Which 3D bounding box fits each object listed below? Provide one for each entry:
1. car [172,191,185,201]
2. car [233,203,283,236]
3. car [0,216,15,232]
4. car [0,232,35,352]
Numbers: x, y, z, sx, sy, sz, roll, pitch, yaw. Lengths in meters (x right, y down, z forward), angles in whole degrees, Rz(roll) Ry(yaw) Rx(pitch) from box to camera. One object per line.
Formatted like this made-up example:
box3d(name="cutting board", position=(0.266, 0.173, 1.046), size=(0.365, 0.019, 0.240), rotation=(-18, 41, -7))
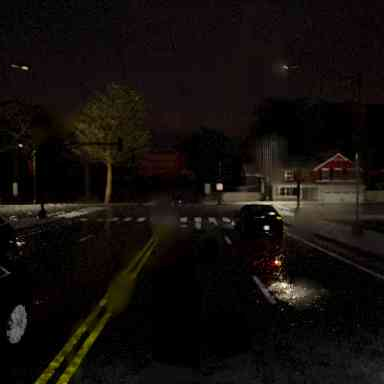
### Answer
box3d(name="car", position=(-2.971, 0.995, 66.714), size=(1.994, 1.385, 4.181), rotation=(0, 1, 0))
box3d(name="car", position=(3.316, 1.363, 17.209), size=(1.837, 1.490, 4.892), rotation=(0, -1, 0))
box3d(name="car", position=(-6.606, 1.281, 8.642), size=(2.097, 1.767, 4.553), rotation=(0, 1, 0))
box3d(name="car", position=(-3.354, 1.479, 3.287), size=(1.837, 1.490, 4.892), rotation=(0, 0, 0))
